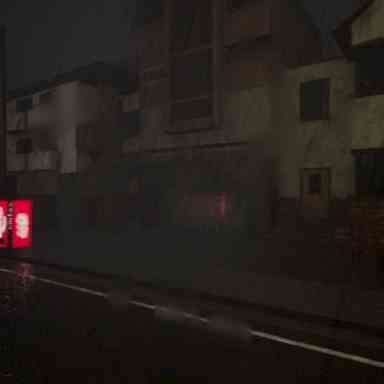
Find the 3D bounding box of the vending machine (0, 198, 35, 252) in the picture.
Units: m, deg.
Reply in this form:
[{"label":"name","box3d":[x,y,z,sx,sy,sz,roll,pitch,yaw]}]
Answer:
[{"label":"vending machine","box3d":[-7.240,1.301,13.654,0.880,2.100,1.100,0,0,35]}]
